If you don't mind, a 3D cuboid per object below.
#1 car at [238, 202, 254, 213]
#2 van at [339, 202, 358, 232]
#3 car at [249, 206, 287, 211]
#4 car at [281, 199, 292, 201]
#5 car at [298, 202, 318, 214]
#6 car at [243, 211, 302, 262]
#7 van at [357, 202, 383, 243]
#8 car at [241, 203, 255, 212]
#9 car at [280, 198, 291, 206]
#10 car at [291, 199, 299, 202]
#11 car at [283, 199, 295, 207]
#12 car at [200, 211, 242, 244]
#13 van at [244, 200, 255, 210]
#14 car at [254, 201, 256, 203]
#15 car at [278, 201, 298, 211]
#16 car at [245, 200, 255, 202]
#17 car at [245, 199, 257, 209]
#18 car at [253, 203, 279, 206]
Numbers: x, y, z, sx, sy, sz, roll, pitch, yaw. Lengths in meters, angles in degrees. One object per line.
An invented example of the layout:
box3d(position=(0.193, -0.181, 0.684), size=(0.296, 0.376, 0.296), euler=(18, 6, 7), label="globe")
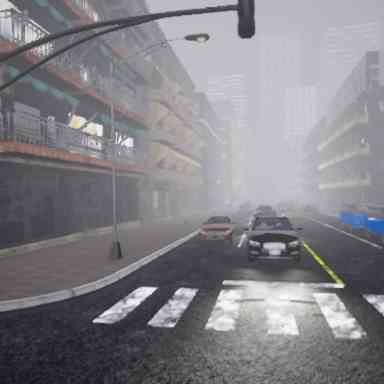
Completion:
box3d(position=(7.247, 2.397, 45.295), size=(1.802, 1.307, 4.206), euler=(-2, -1, 12), label="car")
box3d(position=(10.817, 1.574, 21.636), size=(1.690, 1.788, 3.998), euler=(-2, -1, 12), label="van")
box3d(position=(5.169, 1.943, 22.783), size=(1.994, 1.385, 4.181), euler=(-2, -1, 12), label="car")
box3d(position=(15.534, 2.387, 56.788), size=(1.837, 1.490, 4.892), euler=(-1, -1, 12), label="car")
box3d(position=(15.410, 2.184, 43.562), size=(1.802, 1.307, 4.206), euler=(-2, -1, 12), label="car")
box3d(position=(3.138, 1.706, 13.058), size=(2.128, 1.511, 4.902), euler=(-1, -1, 12), label="car")
box3d(position=(9.670, 1.481, 16.153), size=(1.690, 1.788, 3.998), euler=(-2, -1, 12), label="van")
box3d(position=(9.538, 2.551, 56.260), size=(2.008, 1.369, 4.403), euler=(-2, -1, 12), label="car")
box3d(position=(24.570, 2.660, 87.431), size=(2.192, 1.841, 5.009), euler=(-2, -1, 12), label="car")
box3d(position=(17.735, 2.316, 54.696), size=(1.752, 1.417, 4.829), euler=(-2, -1, 12), label="car")
box3d(position=(22.277, 2.474, 76.465), size=(2.192, 1.841, 5.009), euler=(-2, -1, 12), label="car")
box3d(position=(1.516, 1.935, 17.880), size=(1.802, 1.307, 4.206), euler=(-2, -1, 12), label="car")
box3d(position=(10.677, 2.434, 61.748), size=(1.690, 1.788, 3.998), euler=(-2, -1, 12), label="van")
box3d(position=(9.434, 2.210, 42.979), size=(2.128, 1.511, 4.902), euler=(-1, -1, 12), label="car")
box3d(position=(13.494, 2.318, 46.998), size=(1.895, 1.301, 4.718), euler=(-1, -1, 12), label="car")
box3d(position=(8.388, 2.347, 50.780), size=(1.967, 1.590, 4.097), euler=(-2, -1, 12), label="car")
box3d(position=(12.946, 2.594, 72.719), size=(2.192, 1.841, 5.009), euler=(-2, -1, 12), label="car")
box3d(position=(7.259, 2.072, 32.762), size=(1.812, 1.442, 4.674), euler=(-1, -1, 12), label="car")
